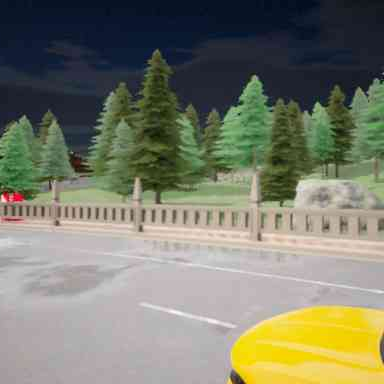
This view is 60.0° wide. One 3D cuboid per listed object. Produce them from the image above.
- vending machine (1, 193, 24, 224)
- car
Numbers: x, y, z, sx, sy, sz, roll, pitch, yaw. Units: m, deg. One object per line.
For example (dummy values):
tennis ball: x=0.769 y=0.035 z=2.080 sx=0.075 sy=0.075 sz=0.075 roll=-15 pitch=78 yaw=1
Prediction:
vending machine: x=-12.795 y=1.143 z=23.721 sx=0.880 sy=2.100 sz=1.100 roll=0 pitch=0 yaw=23
car: x=2.577 y=1.464 z=1.992 sx=5.008 sy=1.535 sz=1.882 roll=0 pitch=0 yaw=36
